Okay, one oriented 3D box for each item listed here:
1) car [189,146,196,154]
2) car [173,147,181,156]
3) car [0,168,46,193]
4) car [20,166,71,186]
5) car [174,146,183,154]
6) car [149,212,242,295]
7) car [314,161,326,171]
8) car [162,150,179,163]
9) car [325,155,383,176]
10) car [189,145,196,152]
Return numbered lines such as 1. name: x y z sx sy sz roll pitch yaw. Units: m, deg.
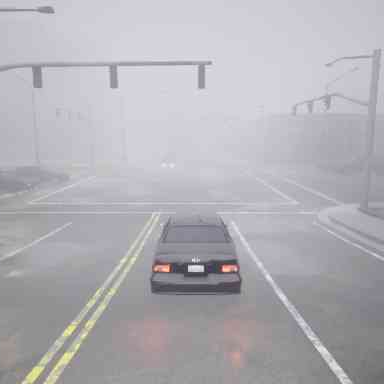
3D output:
1. car: 0.102 -10.166 81.759 1.895 1.301 4.718 0 9 0
2. car: -3.491 -6.881 60.993 1.837 1.490 4.892 0 9 0
3. car: -13.658 -0.731 23.443 5.357 1.411 2.033 0 9 0
4. car: -12.465 -1.362 27.059 4.892 1.490 1.837 -1 10 -3
5. car: -3.411 -8.503 71.188 2.033 1.411 5.357 0 9 0
6. car: 0.085 1.219 8.389 2.033 1.411 5.357 0 4 0
7. car: 16.322 -3.050 37.321 4.902 1.511 2.128 0 9 0
8. car: -3.531 -5.297 51.515 2.033 1.411 5.357 0 9 0
9. car: 17.066 -2.754 33.816 5.566 2.045 2.150 0 9 1
10. car: 0.115 -12.026 91.705 2.097 1.767 4.553 0 9 0
